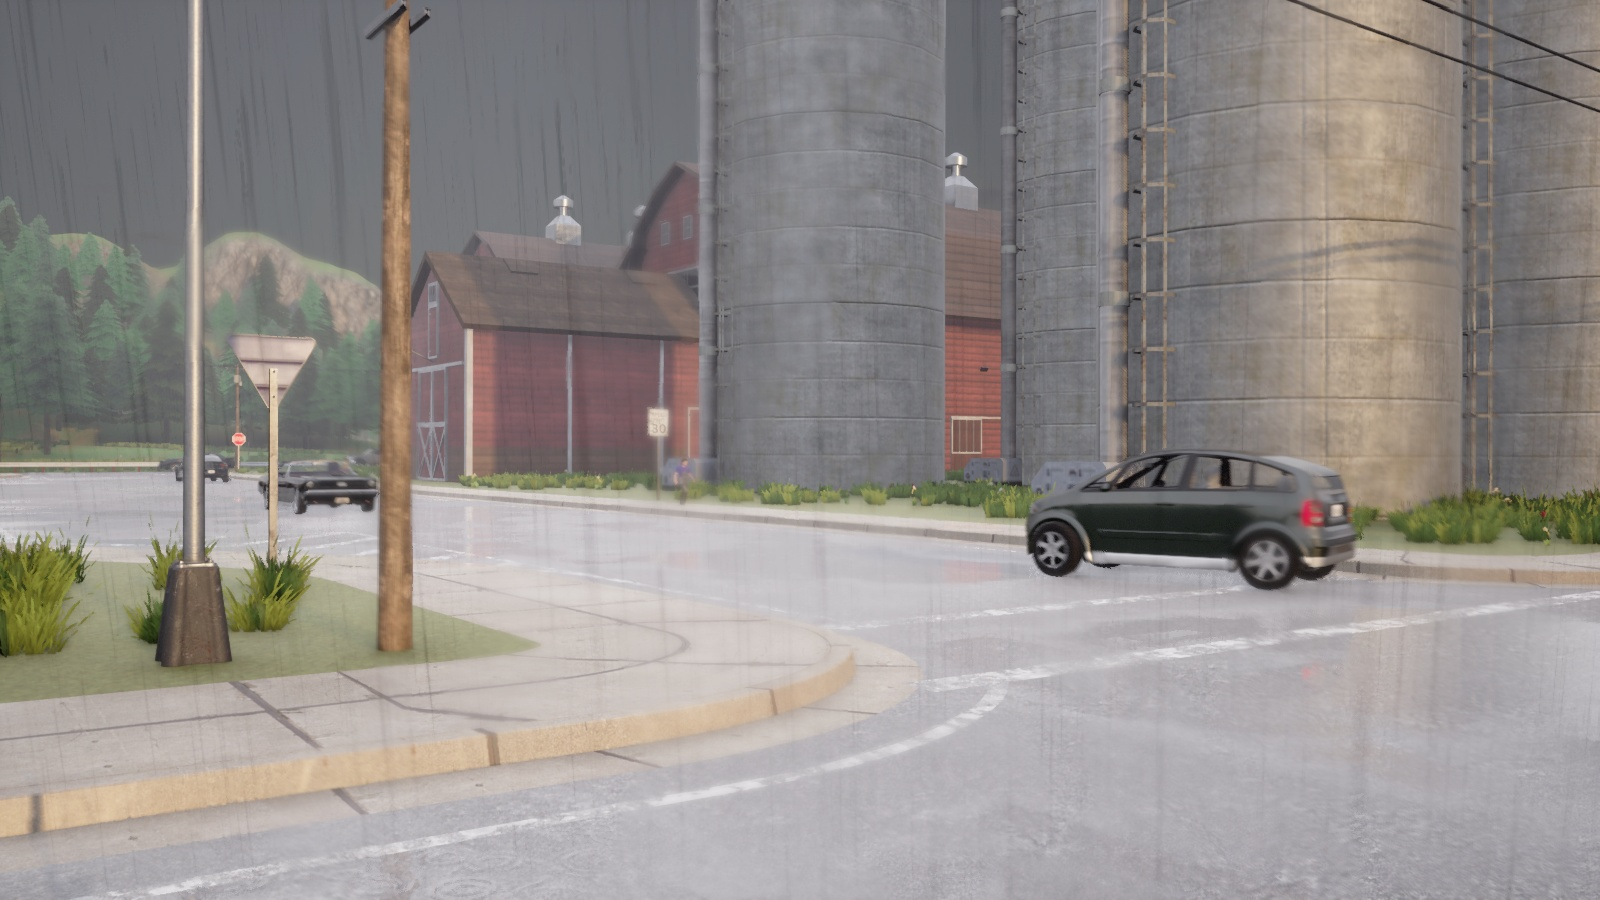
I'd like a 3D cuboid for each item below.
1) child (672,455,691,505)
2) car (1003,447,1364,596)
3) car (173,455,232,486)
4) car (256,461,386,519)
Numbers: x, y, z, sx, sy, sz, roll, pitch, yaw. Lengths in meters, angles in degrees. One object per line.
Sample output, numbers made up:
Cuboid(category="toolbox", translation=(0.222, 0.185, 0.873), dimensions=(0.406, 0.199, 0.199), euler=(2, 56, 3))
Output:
Cuboid(category="child", translation=(-3.023, 0.765, 32.147), dimensions=(0.270, 1.263, 0.437), euler=(0, 0, -44))
Cuboid(category="car", translation=(4.505, 0.750, 14.941), dimensions=(3.705, 1.549, 1.789), euler=(0, 0, 38))
Cuboid(category="car", translation=(-29.380, 0.984, 61.671), dimensions=(1.812, 1.442, 4.674), euler=(0, 0, -36))
Cuboid(category="car", translation=(-12.110, 0.948, 31.563), dimensions=(1.895, 1.301, 4.718), euler=(0, 0, -36))
